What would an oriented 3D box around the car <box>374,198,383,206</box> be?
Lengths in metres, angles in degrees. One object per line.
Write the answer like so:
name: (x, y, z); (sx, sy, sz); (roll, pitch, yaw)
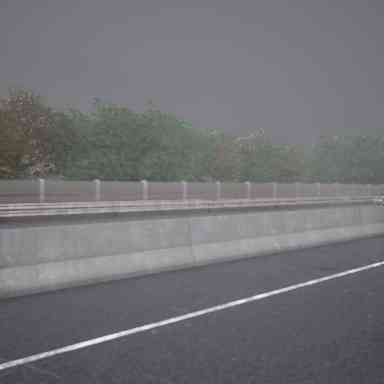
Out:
car: (25.899, 1.314, 43.583); (4.718, 1.301, 1.895); (0, 0, -34)
